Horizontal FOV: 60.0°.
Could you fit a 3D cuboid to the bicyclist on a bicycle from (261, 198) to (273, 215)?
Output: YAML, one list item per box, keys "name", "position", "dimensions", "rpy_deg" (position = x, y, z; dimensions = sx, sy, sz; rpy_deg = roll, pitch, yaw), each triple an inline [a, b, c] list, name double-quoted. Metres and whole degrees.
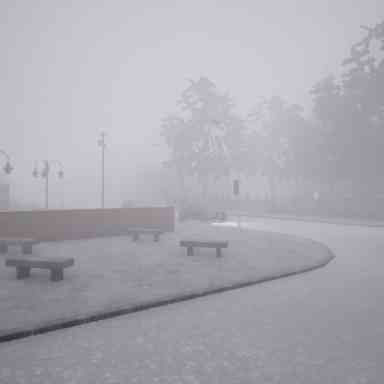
- name: "bicyclist on a bicycle"
  position: [7.092, 1.349, 31.482]
  dimensions: [1.656, 1.620, 0.582]
  rpy_deg: [0, 0, -35]

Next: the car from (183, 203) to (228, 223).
- name: "car"
  position: [0.861, 1.564, 25.759]
  dimensions: [1.994, 1.385, 4.181]
  rpy_deg: [0, 0, -36]

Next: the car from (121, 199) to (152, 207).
- name: "car"
  position: [-5.949, 1.506, 35.359]
  dimensions: [1.837, 1.490, 4.892]
  rpy_deg: [0, 0, -35]
